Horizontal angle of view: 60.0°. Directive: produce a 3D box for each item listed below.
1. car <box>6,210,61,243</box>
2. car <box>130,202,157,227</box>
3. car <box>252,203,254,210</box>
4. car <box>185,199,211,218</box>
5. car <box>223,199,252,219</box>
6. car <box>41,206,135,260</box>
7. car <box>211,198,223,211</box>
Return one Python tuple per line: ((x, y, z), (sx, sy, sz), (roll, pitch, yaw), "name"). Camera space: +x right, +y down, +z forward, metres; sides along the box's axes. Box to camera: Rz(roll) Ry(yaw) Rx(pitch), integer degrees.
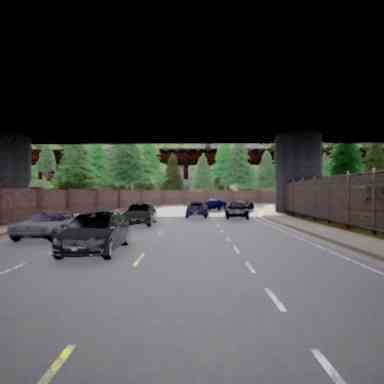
((-7.039, 1.608, 16.418), (1.895, 1.301, 4.718), (0, 0, 0), "car")
((-3.530, 1.512, 22.946), (1.837, 1.490, 4.892), (0, 0, 1), "car")
((6.253, 1.575, 40.071), (1.994, 1.385, 4.181), (0, 0, 20), "car")
((0.488, 1.534, 29.771), (1.812, 1.442, 4.674), (0, 0, 5), "car")
((3.879, 1.572, 28.936), (1.994, 1.385, 4.181), (0, 0, 6), "car")
((-3.602, 1.509, 12.602), (1.837, 1.490, 4.892), (0, 0, 0), "car")
((3.120, 1.489, 41.444), (1.882, 1.535, 5.008), (0, 0, 18), "car")
